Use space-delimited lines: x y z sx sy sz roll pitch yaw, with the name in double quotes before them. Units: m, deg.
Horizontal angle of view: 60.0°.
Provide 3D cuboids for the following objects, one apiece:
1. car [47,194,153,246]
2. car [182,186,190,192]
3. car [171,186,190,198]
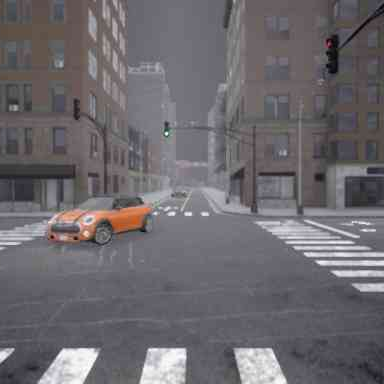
"car" -3.420 0.906 13.155 2.097 1.767 4.553 0 1 23
"car" -1.411 -0.798 79.704 1.994 1.385 4.181 0 2 1
"car" -1.807 -0.098 46.912 2.097 1.767 4.553 0 1 1
